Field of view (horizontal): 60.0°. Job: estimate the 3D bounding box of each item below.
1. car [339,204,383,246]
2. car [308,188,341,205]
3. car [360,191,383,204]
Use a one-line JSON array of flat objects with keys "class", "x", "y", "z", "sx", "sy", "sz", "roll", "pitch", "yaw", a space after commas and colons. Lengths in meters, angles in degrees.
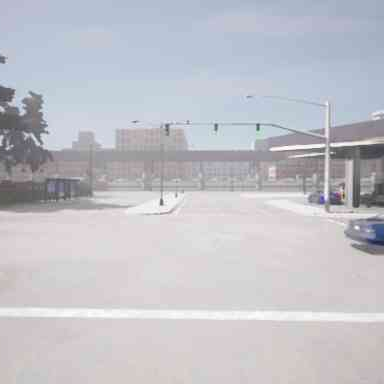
[{"class": "car", "x": 8.117, "y": 1.267, "z": 11.321, "sx": 5.357, "sy": 1.411, "sz": 2.033, "roll": 0, "pitch": 1, "yaw": 0}, {"class": "car", "x": 13.894, "y": 0.443, "z": 35.041, "sx": 2.242, "sy": 1.667, "sz": 4.611, "roll": 0, "pitch": 1, "yaw": 1}, {"class": "car", "x": 19.653, "y": 0.584, "z": 35.695, "sx": 1.970, "sy": 1.475, "sz": 3.806, "roll": 0, "pitch": 1, "yaw": 1}]
